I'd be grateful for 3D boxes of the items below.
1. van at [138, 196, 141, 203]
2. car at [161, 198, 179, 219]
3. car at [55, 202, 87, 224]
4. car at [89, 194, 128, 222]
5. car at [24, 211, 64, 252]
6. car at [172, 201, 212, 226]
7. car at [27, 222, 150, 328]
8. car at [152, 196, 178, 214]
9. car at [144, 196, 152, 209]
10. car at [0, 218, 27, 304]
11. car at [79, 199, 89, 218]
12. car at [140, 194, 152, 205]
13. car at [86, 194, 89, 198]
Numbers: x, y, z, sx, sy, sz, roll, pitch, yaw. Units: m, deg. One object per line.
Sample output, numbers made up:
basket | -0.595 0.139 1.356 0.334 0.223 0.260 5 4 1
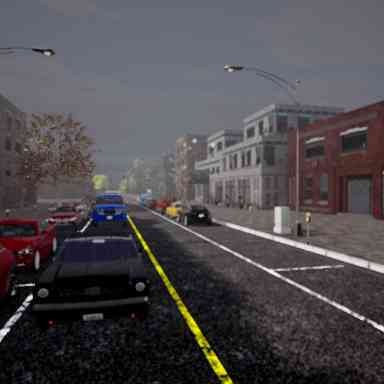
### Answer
van | -7.579 1.284 55.656 1.690 1.788 3.998 -1 0 -13
car | -1.204 1.495 28.830 1.752 1.417 4.829 -1 0 -13
car | -8.036 1.564 21.329 1.802 1.307 4.206 -1 0 -13
car | -5.667 1.201 22.999 2.150 2.045 5.566 0 0 -13
car | -5.472 1.537 10.533 1.887 1.381 4.507 -1 0 -13
car | 0.116 1.541 23.268 1.947 1.339 4.313 -1 0 -13
car | -2.020 1.594 7.221 1.895 1.301 4.718 0 0 -13
car | -2.451 1.280 34.064 2.192 1.841 5.009 -1 0 -13
car | -5.012 1.536 44.860 1.802 1.307 4.206 -1 0 -13
car | -4.192 1.437 5.134 1.967 1.590 4.097 -1 0 -13
car | -9.319 1.527 26.727 2.008 1.369 4.403 -1 0 -13
car | -6.334 1.474 50.424 1.752 1.417 4.829 -1 0 -13
car | -14.450 1.271 48.319 2.192 1.841 5.009 -1 0 -13
